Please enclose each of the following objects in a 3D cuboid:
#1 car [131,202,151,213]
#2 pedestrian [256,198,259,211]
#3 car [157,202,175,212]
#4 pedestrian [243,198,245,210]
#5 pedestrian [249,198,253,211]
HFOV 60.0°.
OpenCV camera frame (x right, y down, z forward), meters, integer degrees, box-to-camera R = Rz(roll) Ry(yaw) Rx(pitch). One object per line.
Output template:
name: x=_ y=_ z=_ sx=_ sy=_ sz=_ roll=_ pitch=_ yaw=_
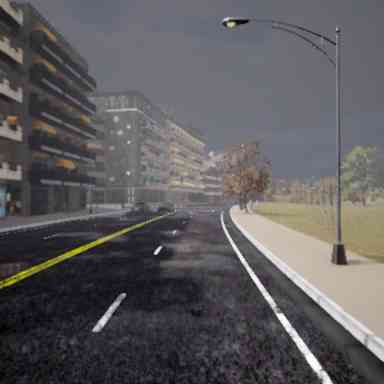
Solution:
car: x=-7.185 y=2.112 z=46.906 sx=1.812 sy=1.442 sz=4.674 roll=0 pitch=-1 yaw=7
pedestrian: x=9.763 y=1.850 z=49.609 sx=0.375 sy=1.860 sz=0.375 roll=0 pitch=-1 yaw=7
car: x=-3.711 y=2.167 z=48.605 sx=2.033 sy=1.411 sz=5.357 roll=0 pitch=-1 yaw=7
pedestrian: x=7.848 y=1.814 z=50.441 sx=0.375 sy=1.860 sz=0.375 roll=0 pitch=-1 yaw=7
pedestrian: x=8.699 y=1.797 z=49.131 sx=0.375 sy=1.860 sz=0.375 roll=0 pitch=-1 yaw=7
